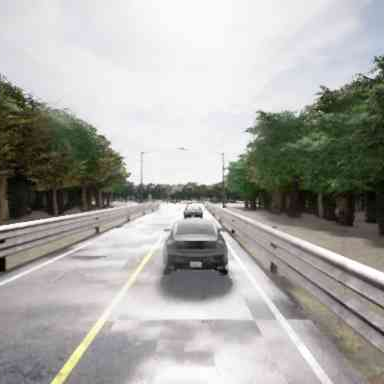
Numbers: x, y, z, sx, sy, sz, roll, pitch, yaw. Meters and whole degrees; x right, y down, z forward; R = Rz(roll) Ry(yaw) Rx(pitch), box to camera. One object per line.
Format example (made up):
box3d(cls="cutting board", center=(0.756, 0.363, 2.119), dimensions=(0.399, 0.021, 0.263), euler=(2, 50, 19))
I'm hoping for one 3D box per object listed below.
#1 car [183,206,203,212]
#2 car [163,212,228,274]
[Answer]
box3d(cls="car", center=(0.116, 2.018, 33.218), dimensions=(1.895, 1.301, 4.718), euler=(0, -1, 0))
box3d(cls="car", center=(0.100, 1.638, 10.998), dimensions=(1.837, 1.490, 4.892), euler=(0, 0, 0))
